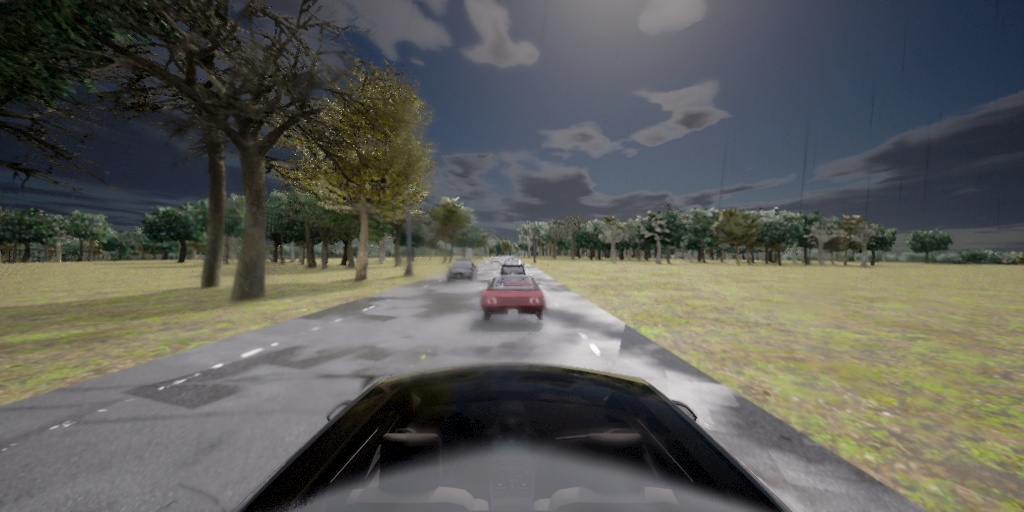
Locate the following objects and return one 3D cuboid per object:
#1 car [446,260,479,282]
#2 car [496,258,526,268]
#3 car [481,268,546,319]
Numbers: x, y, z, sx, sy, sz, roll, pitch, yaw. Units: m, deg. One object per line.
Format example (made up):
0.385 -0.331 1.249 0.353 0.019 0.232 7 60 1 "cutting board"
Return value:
-3.501 1.061 26.031 1.837 1.490 4.892 0 0 0 "car"
0.070 1.005 28.750 2.128 1.511 4.902 0 1 0 "car"
0.066 1.284 12.373 1.895 1.301 4.718 0 1 1 "car"
